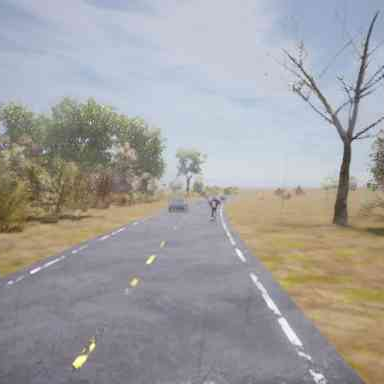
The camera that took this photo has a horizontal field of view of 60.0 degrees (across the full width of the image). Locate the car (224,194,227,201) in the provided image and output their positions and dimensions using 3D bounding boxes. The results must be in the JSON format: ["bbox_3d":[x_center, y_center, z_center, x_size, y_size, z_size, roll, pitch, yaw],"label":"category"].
[{"bbox_3d":[6.687,1.221,74.187,2.033,1.411,5.357,0,0,11],"label":"car"}]

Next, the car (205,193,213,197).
[{"bbox_3d":[4.152,1.044,77.043,2.128,1.511,4.902,0,0,10],"label":"car"}]

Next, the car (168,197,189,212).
[{"bbox_3d":[-1.439,1.338,36.155,1.837,1.490,4.892,0,0,5],"label":"car"}]

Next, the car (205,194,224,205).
[{"bbox_3d":[3.726,1.360,54.337,1.895,1.301,4.718,0,0,8],"label":"car"}]

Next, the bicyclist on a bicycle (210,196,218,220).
[{"bbox_3d":[1.630,1.339,24.572,0.582,1.620,1.656,0,0,3],"label":"bicyclist on a bicycle"}]
